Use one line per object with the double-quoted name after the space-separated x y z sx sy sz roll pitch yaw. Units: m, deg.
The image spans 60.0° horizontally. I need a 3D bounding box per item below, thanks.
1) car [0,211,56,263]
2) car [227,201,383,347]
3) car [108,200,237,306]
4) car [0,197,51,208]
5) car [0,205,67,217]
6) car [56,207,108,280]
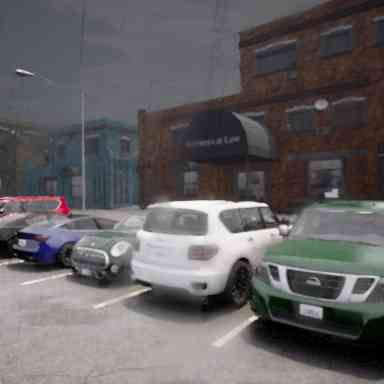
-3.525 1.507 11.499 2.163 1.488 4.792 0 0 35 "car"
3.177 1.228 6.653 2.435 2.045 5.566 0 0 35 "car"
0.964 1.225 8.300 2.435 2.045 5.566 0 0 35 "car"
-10.289 1.266 16.248 2.435 2.045 5.566 -1 0 35 "car"
-5.787 1.482 13.068 2.097 1.535 5.008 0 0 35 "car"
-1.278 1.348 9.901 2.185 1.767 4.553 0 0 35 "car"
